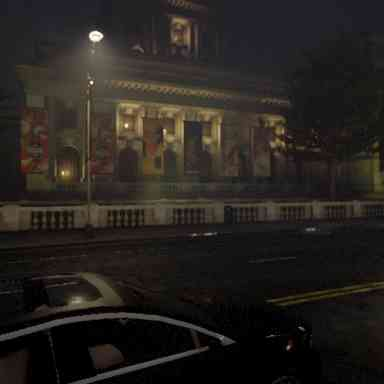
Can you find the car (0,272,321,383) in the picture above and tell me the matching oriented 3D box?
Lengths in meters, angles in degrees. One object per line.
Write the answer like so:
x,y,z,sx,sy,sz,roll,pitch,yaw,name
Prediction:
-0.949,1.491,2.782,4.902,1.511,2.128,0,0,-34,car
